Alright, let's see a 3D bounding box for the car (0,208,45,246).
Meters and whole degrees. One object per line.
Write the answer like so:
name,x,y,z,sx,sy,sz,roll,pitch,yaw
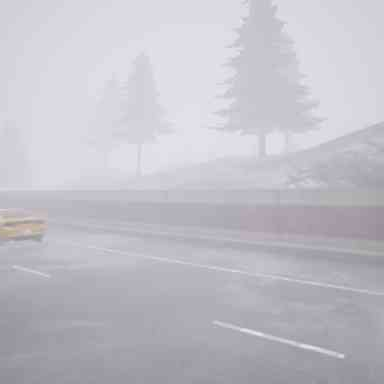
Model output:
car,-8.655,1.491,15.384,5.008,1.535,1.882,0,0,41
